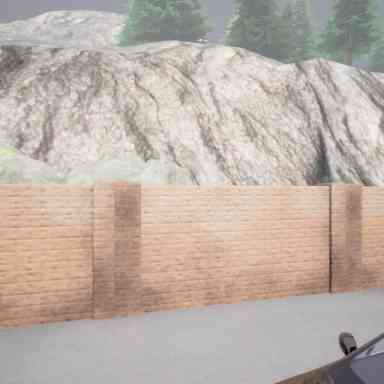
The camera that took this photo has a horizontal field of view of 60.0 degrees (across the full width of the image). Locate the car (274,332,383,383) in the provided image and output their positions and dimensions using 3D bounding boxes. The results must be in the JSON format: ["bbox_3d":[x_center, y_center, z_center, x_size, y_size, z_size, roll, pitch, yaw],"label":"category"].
[{"bbox_3d":[2.178,1.492,1.904,4.902,1.511,2.128,0,0,-18],"label":"car"}]
